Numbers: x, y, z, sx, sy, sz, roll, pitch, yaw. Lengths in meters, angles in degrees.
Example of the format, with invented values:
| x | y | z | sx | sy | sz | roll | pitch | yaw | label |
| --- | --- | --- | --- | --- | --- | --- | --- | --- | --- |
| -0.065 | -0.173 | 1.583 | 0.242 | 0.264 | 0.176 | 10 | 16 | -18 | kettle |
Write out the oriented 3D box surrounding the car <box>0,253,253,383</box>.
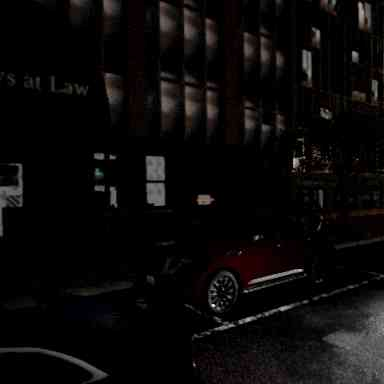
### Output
| x | y | z | sx | sy | sz | roll | pitch | yaw | label |
| --- | --- | --- | --- | --- | --- | --- | --- | --- | --- |
| -2.159 | 1.496 | 1.837 | 4.902 | 1.511 | 2.128 | 0 | 0 | -36 | car |

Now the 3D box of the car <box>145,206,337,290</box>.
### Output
| x | y | z | sx | sy | sz | roll | pitch | yaw | label |
| --- | --- | --- | --- | --- | --- | --- | --- | --- | --- |
| 1.276 | 1.292 | 7.625 | 5.009 | 1.841 | 2.192 | 0 | -1 | -36 | car |
